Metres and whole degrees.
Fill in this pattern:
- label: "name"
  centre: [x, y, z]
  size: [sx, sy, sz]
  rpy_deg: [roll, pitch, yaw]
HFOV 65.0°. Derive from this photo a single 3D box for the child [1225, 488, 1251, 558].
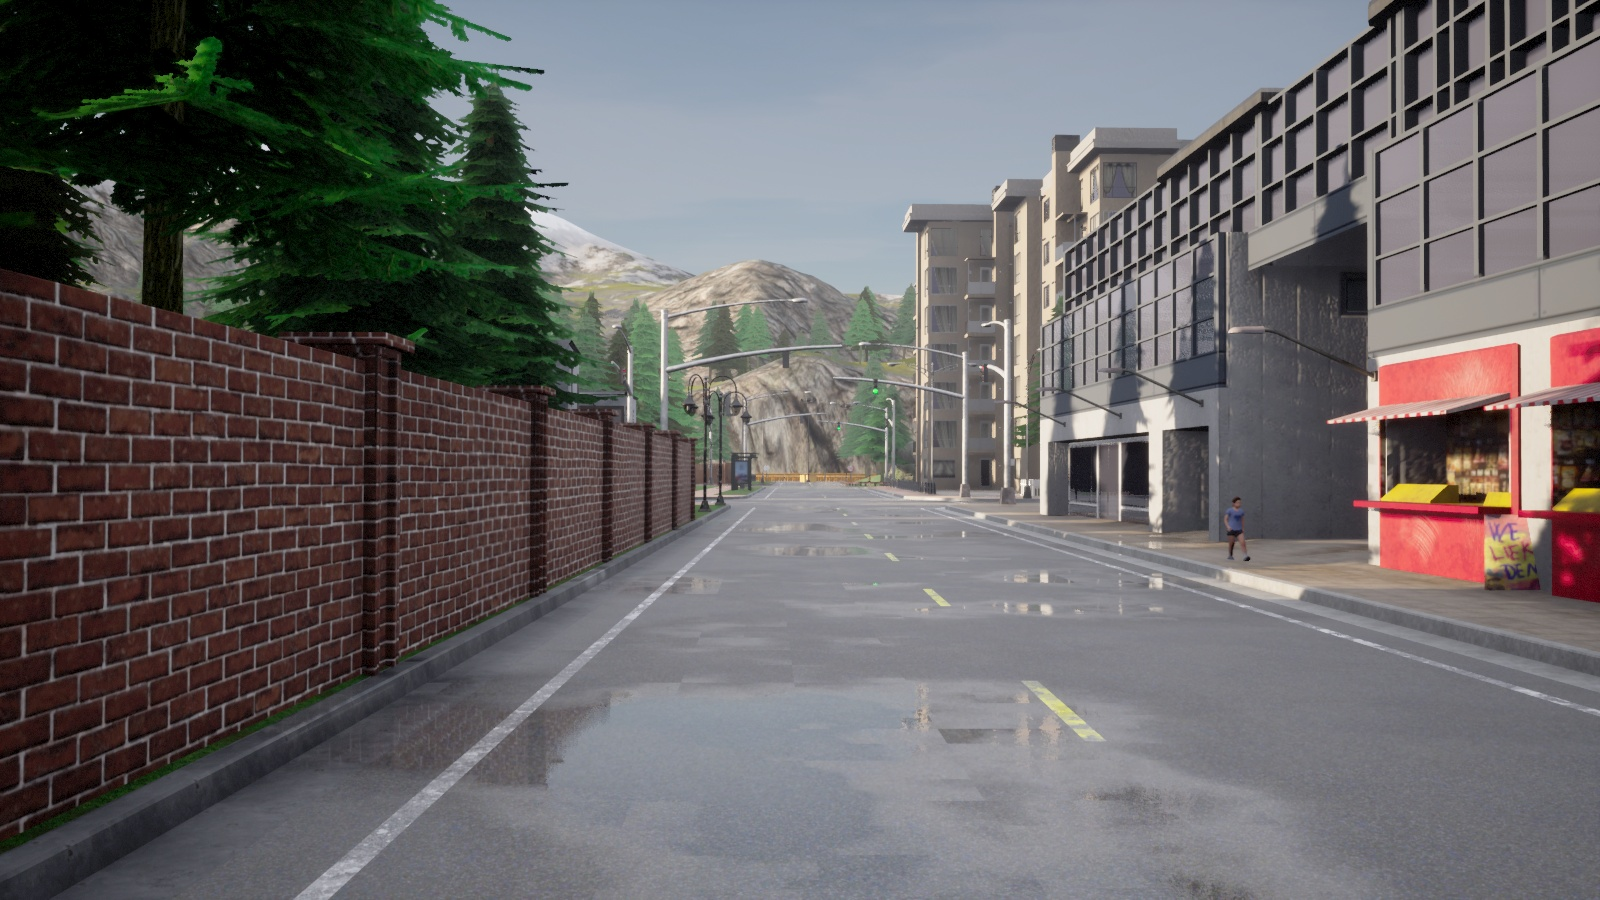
- label: "child"
  centre: [7.027, 1.165, 20.167]
  size: [0.255, 1.110, 0.394]
  rpy_deg: [0, -1, -3]
